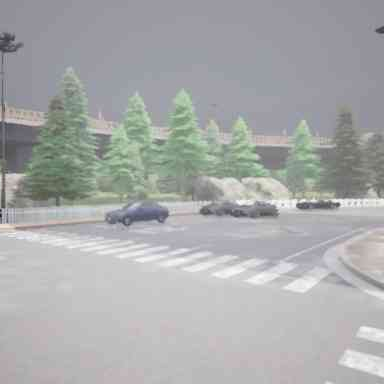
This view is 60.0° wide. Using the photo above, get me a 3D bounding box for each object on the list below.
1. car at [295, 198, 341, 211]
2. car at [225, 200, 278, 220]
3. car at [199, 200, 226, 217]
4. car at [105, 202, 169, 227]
[{"bbox_3d":[13.507,1.362,35.787,4.718,1.301,1.895,0,0,-21],"label":"car"},{"bbox_3d":[4.961,1.383,26.197,4.181,1.385,1.994,0,0,-42],"label":"car"},{"bbox_3d":[2.604,1.376,28.604,4.181,1.385,1.994,0,0,-41],"label":"car"},{"bbox_3d":[-3.521,1.379,22.002,1.812,1.442,4.674,0,0,41],"label":"car"}]
